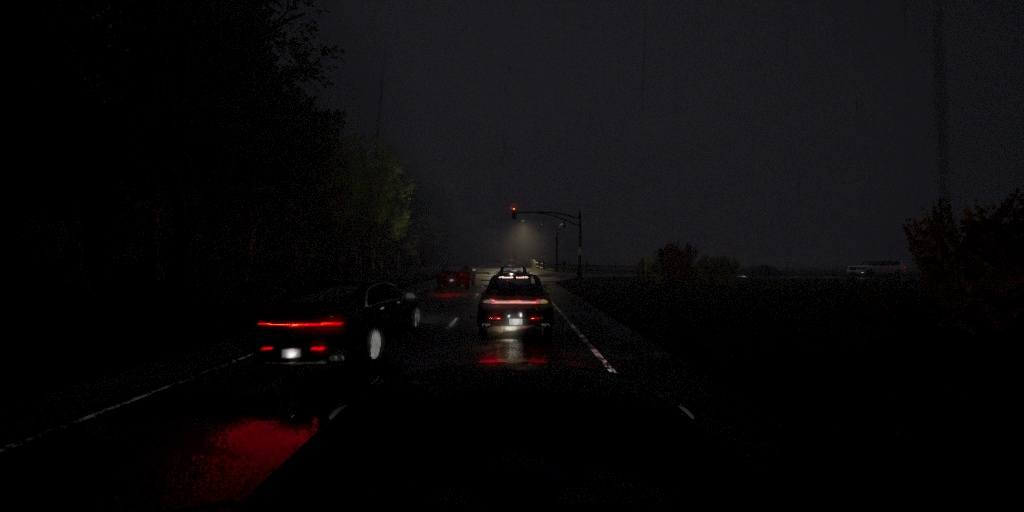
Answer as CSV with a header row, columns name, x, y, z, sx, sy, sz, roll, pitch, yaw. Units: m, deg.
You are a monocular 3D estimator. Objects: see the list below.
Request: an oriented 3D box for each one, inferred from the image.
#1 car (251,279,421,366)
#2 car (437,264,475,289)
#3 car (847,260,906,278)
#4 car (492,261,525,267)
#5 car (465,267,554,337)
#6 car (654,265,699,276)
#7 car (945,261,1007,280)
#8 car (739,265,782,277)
name,x,y,z,sx,sy,sz,roll,pitch,yaw
car,-3.410,1.256,7.949,1.837,1.490,4.892,0,0,0
car,-3.446,1.232,22.875,1.882,1.535,5.008,0,0,0
car,42.950,1.500,42.285,5.566,2.045,2.150,1,-1,0
car,0.063,1.246,19.753,2.128,1.511,4.902,0,0,0
car,0.083,1.244,10.355,2.128,1.511,4.902,0,0,0
car,19.319,1.566,42.346,5.357,1.411,2.033,1,-1,0
car,50.192,1.517,38.672,5.566,2.045,2.150,1,-1,1
car,29.266,1.691,42.319,4.181,1.385,1.994,1,-1,0
